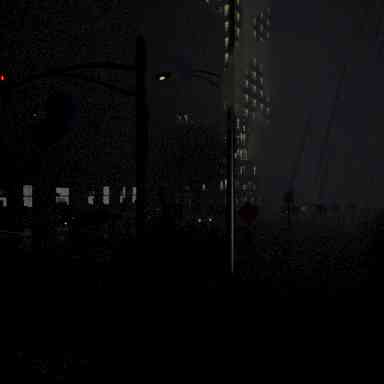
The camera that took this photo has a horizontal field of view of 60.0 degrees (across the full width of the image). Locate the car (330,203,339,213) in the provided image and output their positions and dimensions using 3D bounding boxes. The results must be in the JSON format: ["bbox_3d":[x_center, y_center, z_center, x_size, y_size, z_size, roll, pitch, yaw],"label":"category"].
[{"bbox_3d":[22.516,2.529,53.841,1.882,1.535,5.008,0,-1,33],"label":"car"}]

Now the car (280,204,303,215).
[{"bbox_3d":[13.933,2.458,46.577,1.895,1.301,4.718,0,-1,33],"label":"car"}]

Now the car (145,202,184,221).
[{"bbox_3d":[-2.779,1.835,32.877,2.097,1.767,4.553,0,-1,33],"label":"car"}]

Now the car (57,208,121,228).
[{"bbox_3d":[-7.694,1.921,25.234,1.895,1.301,4.718,0,-1,33],"label":"car"}]

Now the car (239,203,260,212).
[{"bbox_3d":[8.853,2.429,50.862,1.994,1.385,4.181,0,-1,33],"label":"car"}]

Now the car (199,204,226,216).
[{"bbox_3d":[2.682,2.189,41.362,1.812,1.442,4.674,0,-1,33],"label":"car"}]

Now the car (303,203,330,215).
[{"bbox_3d":[16.987,2.375,45.226,1.837,1.490,4.892,0,-1,33],"label":"car"}]

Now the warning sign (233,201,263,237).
[{"bbox_3d":[3.123,1.454,18.543,1.300,1.860,1.060,1,1,33],"label":"warning sign"}]

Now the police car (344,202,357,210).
[{"bbox_3d":[31.476,2.738,65.848,1.930,1.638,5.238,0,-1,33],"label":"police car"}]

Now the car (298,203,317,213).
[{"bbox_3d":[19.118,2.533,54.738,1.837,1.490,4.892,0,-1,33],"label":"car"}]
